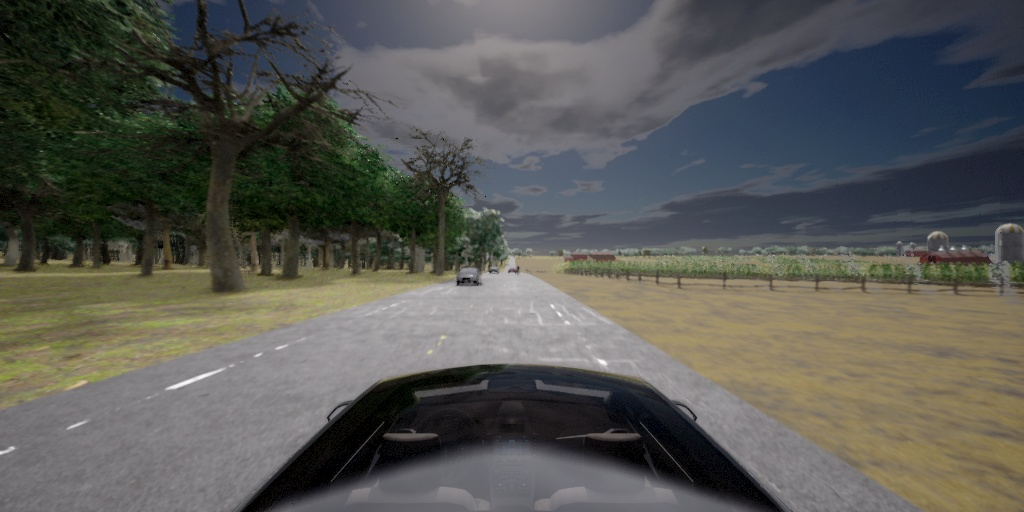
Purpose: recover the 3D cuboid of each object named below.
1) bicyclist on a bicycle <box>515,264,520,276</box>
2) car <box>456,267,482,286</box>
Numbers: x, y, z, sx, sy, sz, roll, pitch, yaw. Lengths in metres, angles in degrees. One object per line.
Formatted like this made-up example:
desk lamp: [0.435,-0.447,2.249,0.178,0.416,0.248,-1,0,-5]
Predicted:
bicyclist on a bicycle: [0.968,2.155,54.614,0.659,1.776,1.843,0,-2,0]
car: [-3.586,1.713,30.484,1.837,1.490,4.892,0,-1,0]
